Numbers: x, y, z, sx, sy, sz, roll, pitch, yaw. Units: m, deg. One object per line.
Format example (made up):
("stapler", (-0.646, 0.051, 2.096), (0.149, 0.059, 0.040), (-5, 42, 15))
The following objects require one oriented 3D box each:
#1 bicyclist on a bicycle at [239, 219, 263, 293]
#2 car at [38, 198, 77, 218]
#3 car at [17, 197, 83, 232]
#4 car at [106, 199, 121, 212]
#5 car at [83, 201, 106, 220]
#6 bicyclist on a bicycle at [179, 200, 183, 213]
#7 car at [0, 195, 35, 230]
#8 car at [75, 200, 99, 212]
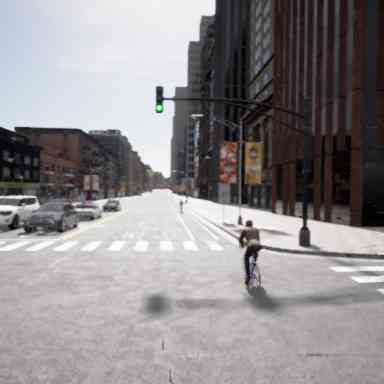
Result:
("bicyclist on a bicycle", (1.425, 1.508, 8.104), (0.582, 1.620, 1.656), (1, 0, -5))
("car", (-12.611, 1.456, 31.503), (2.097, 1.767, 4.553), (1, -1, -5))
("car", (-8.443, 1.415, 20.319), (2.097, 1.767, 4.553), (1, 0, -5))
("car", (-10.278, 1.725, 42.952), (1.837, 1.490, 4.892), (1, 0, -5))
("car", (-9.176, 1.728, 29.272), (1.895, 1.301, 4.718), (1, 0, -4))
("bicyclist on a bicycle", (-1.341, 1.777, 42.079), (0.582, 1.620, 1.656), (1, -1, -5))
("car", (-11.829, 1.256, 21.808), (2.150, 2.045, 5.566), (1, 0, -5))
("car", (-13.567, 1.785, 43.263), (1.895, 1.301, 4.718), (1, 0, -4))
